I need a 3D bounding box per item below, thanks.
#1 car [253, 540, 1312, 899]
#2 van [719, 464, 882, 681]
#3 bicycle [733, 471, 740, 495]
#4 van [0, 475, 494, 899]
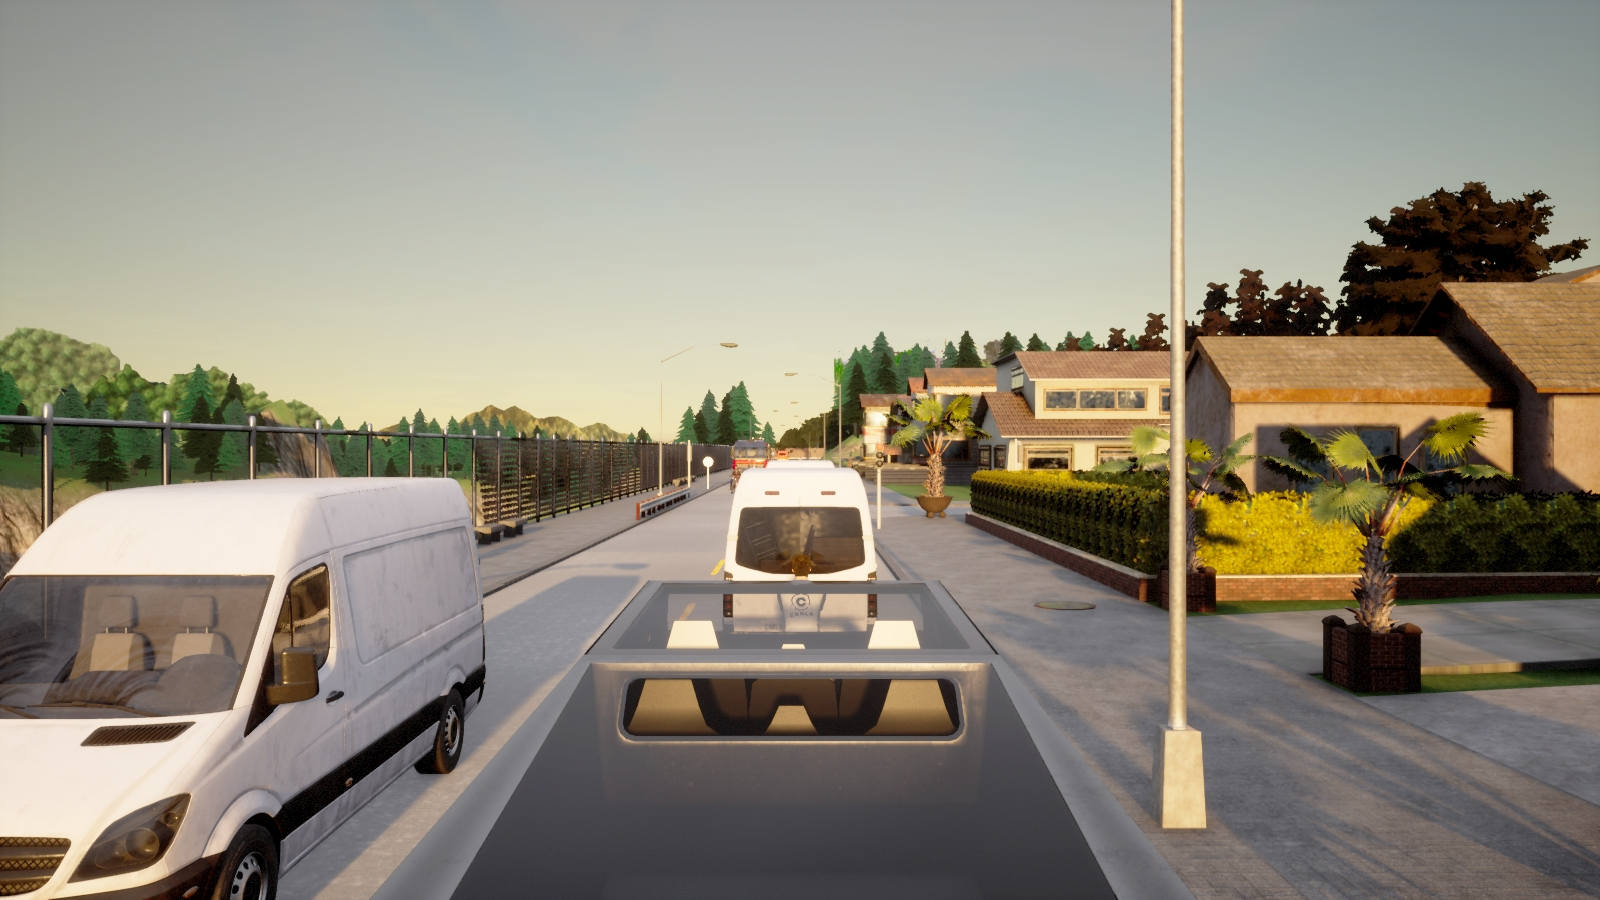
[{"bbox_3d":[-0.034,1.751,5.716,2.390,2.098,6.274,0,0,0],"label":"car"},{"bbox_3d":[0.009,1.528,16.844,1.988,2.561,5.915,0,0,0],"label":"van"},{"bbox_3d":[-3.968,2.032,71.211,0.329,1.471,1.835,0,0,0],"label":"bicycle"},{"bbox_3d":[-3.993,1.531,8.228,1.988,2.561,5.915,0,0,0],"label":"van"}]
